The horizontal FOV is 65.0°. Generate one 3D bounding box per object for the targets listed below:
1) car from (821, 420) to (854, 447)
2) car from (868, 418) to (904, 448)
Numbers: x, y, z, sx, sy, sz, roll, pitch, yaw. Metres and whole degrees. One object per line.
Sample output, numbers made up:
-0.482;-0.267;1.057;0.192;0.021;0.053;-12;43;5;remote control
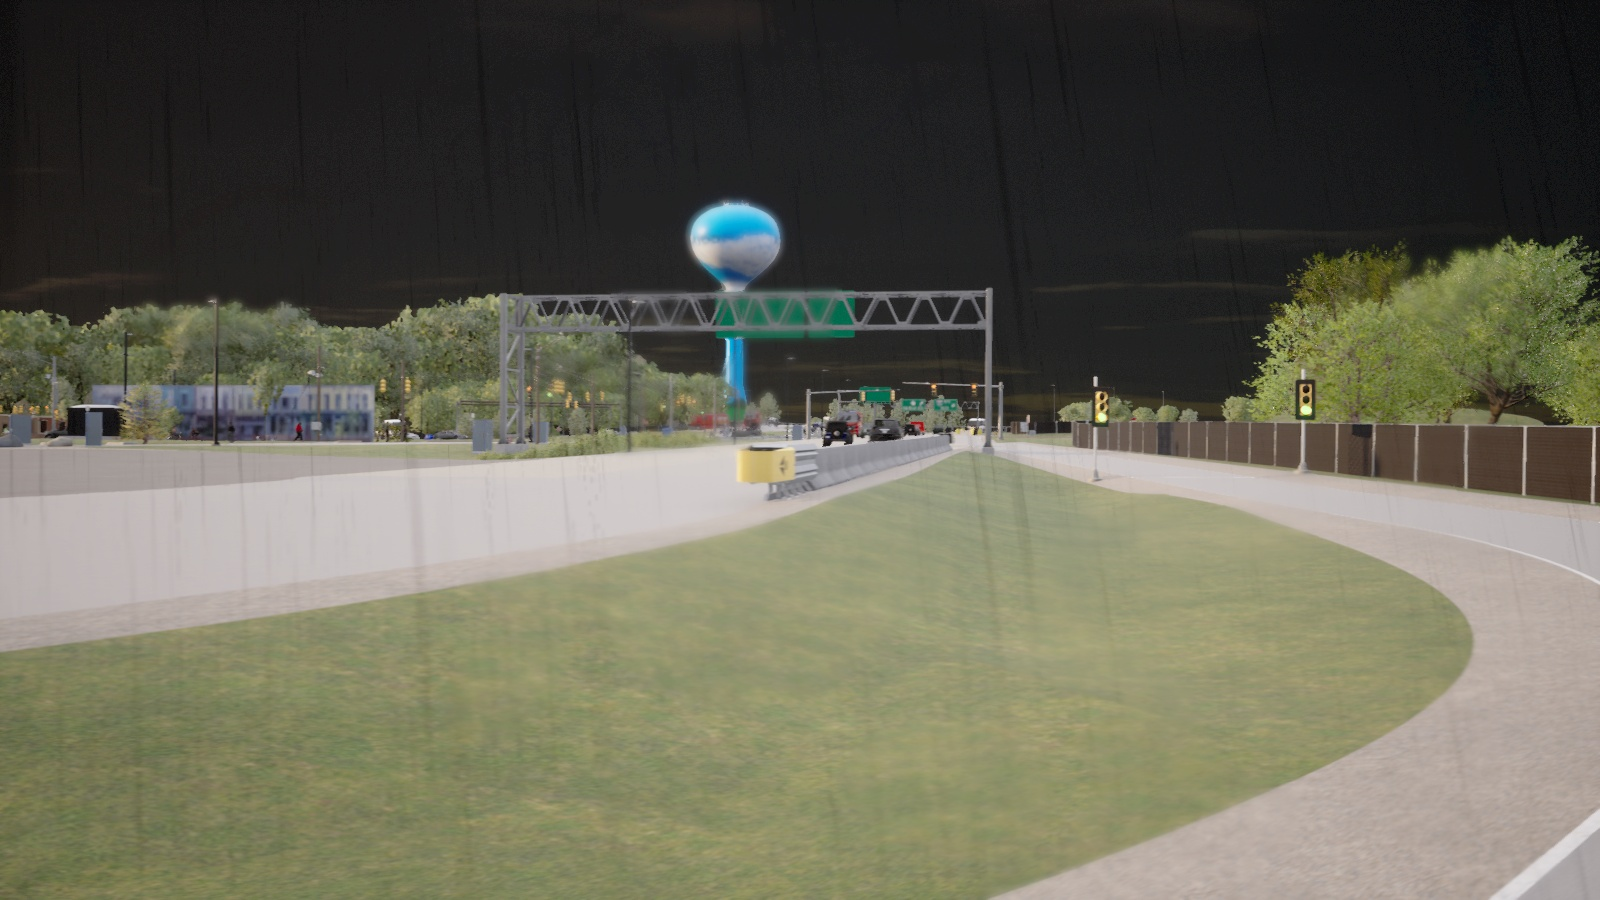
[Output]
2.698;-1.156;88.936;1.905;1.878;3.866;0;1;8;car
6.073;-1.211;87.790;2.150;2.045;5.566;0;1;8;car
